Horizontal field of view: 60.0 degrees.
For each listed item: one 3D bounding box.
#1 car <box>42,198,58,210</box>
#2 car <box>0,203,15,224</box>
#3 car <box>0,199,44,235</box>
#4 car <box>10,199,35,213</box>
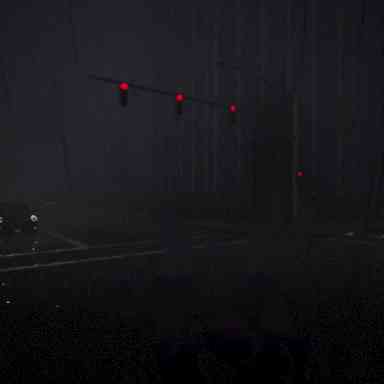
[{"bbox_3d":[-18.761,1.538,43.079,1.837,1.490,4.892,0,0,-37],"label":"car"},{"bbox_3d":[-15.007,1.583,25.481,1.994,1.385,4.181,0,0,-35],"label":"car"},{"bbox_3d":[-9.984,1.377,18.455,2.097,1.767,4.553,0,0,-36],"label":"car"},{"bbox_3d":[-19.389,1.549,37.890,1.812,1.442,4.674,0,0,-36],"label":"car"}]
